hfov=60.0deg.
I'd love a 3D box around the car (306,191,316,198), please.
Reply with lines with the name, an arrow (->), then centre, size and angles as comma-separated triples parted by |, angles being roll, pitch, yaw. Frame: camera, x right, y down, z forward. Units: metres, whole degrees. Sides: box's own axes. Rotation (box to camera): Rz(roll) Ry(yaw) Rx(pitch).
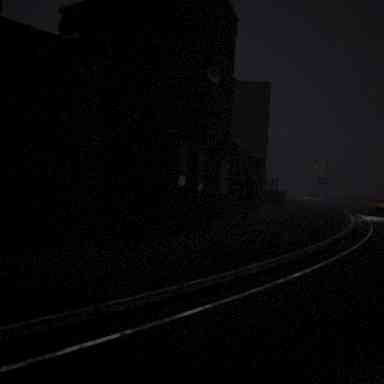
car -> 24.988, 0.477, 69.788 | 1.837, 1.490, 4.892 | 2, 1, 22

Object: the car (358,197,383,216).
car -> 15.987, 1.194, 29.038 | 1.882, 1.535, 5.008 | 3, 2, 14
